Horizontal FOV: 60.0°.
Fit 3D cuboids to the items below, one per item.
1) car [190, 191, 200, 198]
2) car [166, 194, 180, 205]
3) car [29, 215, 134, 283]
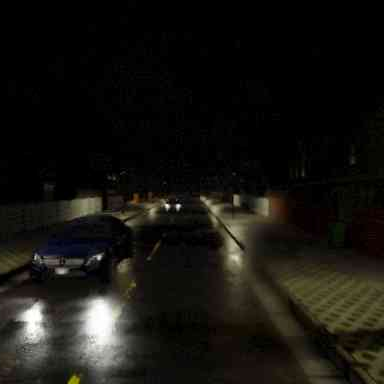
[{"bbox_3d":[0.951,0.750,82.682,1.882,1.535,5.008,0,1,0],"label":"car"},{"bbox_3d":[-2.836,1.049,50.011,1.882,1.535,5.008,0,0,0],"label":"car"},{"bbox_3d":[-2.839,1.442,9.558,1.812,1.442,4.674,0,0,0],"label":"car"}]
